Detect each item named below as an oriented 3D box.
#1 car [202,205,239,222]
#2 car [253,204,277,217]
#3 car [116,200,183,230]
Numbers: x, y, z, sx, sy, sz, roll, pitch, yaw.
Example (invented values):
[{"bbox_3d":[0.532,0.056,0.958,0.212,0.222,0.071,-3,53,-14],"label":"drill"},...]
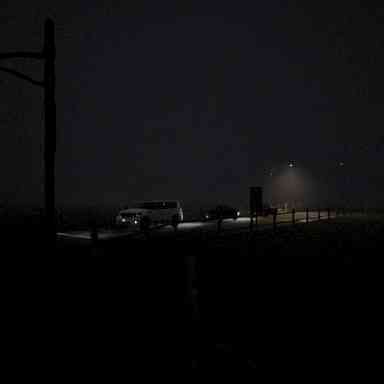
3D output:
[{"bbox_3d":[2.849,2.067,32.547,2.128,1.511,4.902,0,-1,36],"label":"car"},{"bbox_3d":[8.877,2.266,40.777,2.128,1.511,4.902,0,-1,36],"label":"car"},{"bbox_3d":[-2.964,1.608,24.606,2.150,2.045,5.566,0,-1,36],"label":"car"}]
